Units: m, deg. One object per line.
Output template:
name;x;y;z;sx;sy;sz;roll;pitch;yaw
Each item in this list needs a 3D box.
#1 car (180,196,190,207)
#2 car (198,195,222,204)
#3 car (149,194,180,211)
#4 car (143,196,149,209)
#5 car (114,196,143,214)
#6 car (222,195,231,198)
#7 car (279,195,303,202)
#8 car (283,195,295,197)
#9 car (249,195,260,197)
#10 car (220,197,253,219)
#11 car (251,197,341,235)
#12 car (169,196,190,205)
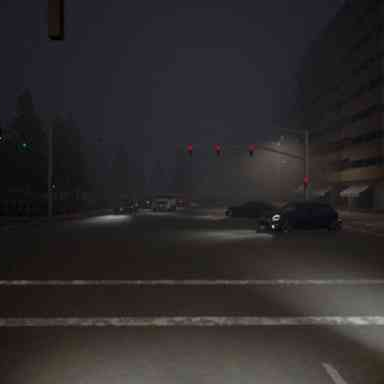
car;-1.823;1.337;50.471;2.097;1.767;4.553;0;0;16
car;2.920;1.472;61.399;2.128;1.511;4.902;0;0;33
car;-3.279;1.209;40.470;2.150;2.045;5.566;0;0;5
car;-6.297;1.338;45.145;2.097;1.767;4.553;0;0;7
car;-6.927;1.481;35.358;2.128;1.511;4.902;0;0;2
car;6.693;1.327;71.790;4.553;1.767;2.097;0;0;-45
car;21.925;1.503;73.711;4.902;1.511;2.128;0;0;-22
car;18.528;1.575;67.867;4.718;1.301;1.895;0;0;-33
car;13.129;1.457;68.184;5.008;1.535;1.882;0;0;-41
car;5.095;1.479;27.402;5.008;1.535;1.882;0;2;42
car;6.007;1.354;18.841;4.553;1.767;2.097;0;0;-17
car;-2.167;1.507;59.380;1.812;1.442;4.674;0;0;27
